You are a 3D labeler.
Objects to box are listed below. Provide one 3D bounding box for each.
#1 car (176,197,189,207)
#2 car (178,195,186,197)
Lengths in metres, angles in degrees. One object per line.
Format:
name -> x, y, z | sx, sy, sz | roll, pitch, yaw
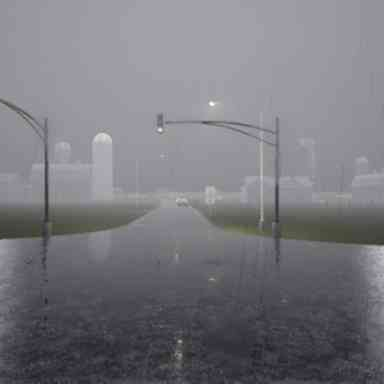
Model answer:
car -> -1.626, 2.041, 60.562 | 1.812, 1.442, 4.674 | 0, -1, -3
car -> -2.228, 1.749, 70.598 | 2.150, 2.045, 5.566 | 0, -1, -4
